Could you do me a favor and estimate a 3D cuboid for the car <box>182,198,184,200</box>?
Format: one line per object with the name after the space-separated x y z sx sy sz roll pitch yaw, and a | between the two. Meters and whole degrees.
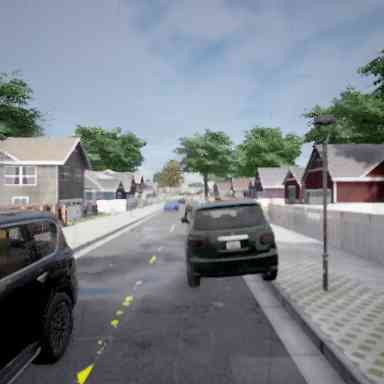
-2.583 2.226 82.748 2.033 1.411 5.357 0 0 0 | car

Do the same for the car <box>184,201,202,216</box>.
0.144 1.826 37.275 1.837 1.490 4.892 0 -1 0 | car

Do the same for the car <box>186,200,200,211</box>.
0.122 1.881 47.542 1.882 1.535 5.008 0 0 1 | car

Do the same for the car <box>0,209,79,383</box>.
-2.847 1.251 3.022 2.150 2.045 5.566 0 -1 0 | car

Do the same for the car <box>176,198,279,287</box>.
0.892 1.239 9.719 2.150 2.045 5.566 -5 -1 0 | car

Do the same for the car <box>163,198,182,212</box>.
-2.759 1.858 44.633 1.882 1.535 5.008 0 -1 0 | car
